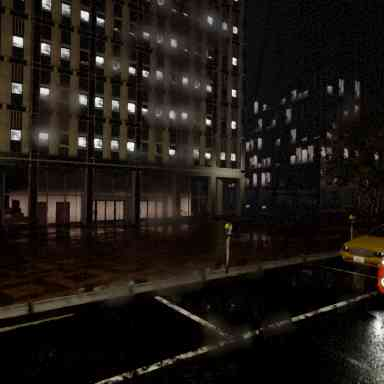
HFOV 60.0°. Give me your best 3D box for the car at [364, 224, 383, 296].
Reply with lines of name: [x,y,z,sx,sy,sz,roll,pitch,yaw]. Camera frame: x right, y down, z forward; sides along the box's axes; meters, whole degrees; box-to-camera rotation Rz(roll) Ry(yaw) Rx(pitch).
car: [5.987,1.357,7.079,4.553,1.767,2.097,0,0,-34]

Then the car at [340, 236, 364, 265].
car: [6.608,1.533,10.489,4.829,1.417,1.752,0,1,-34]
